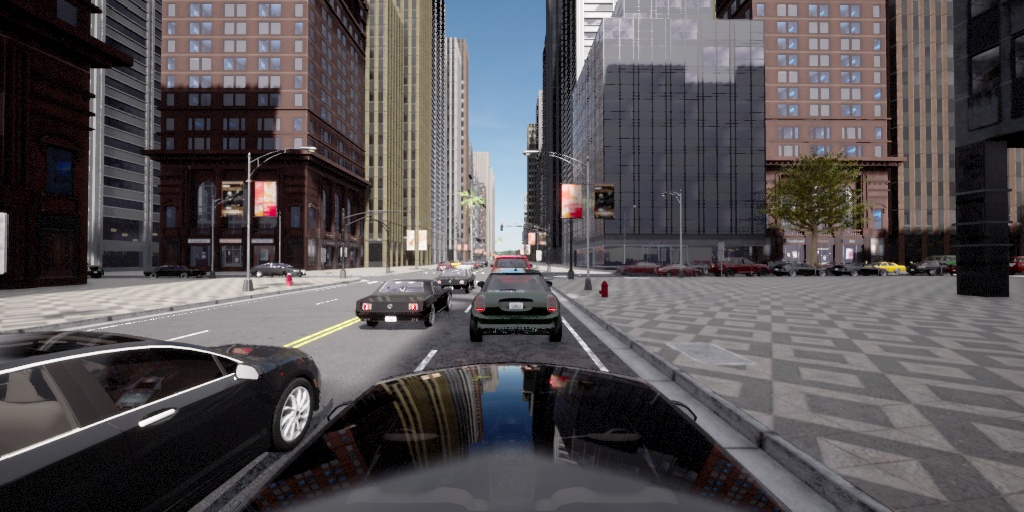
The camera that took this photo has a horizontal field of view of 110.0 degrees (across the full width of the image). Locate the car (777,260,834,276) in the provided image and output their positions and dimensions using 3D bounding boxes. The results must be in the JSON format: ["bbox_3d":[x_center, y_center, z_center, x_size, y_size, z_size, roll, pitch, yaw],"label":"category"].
[{"bbox_3d":[26.530,1.276,33.155,4.313,1.339,1.948,0,0,-1],"label":"car"}]

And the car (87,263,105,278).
[{"bbox_3d":[-43.300,1.242,34.899,5.566,2.045,2.150,0,-1,0],"label":"car"}]

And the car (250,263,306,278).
[{"bbox_3d":[-22.716,1.419,34.914,4.902,1.511,2.128,0,-1,0],"label":"car"}]

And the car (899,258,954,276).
[{"bbox_3d":[42.522,1.229,36.067,4.674,1.442,1.812,0,-1,-1],"label":"car"}]

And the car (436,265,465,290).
[{"bbox_3d":[-3.189,1.388,20.756,1.895,1.301,4.718,0,0,0],"label":"car"}]

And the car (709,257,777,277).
[{"bbox_3d":[20.893,1.042,33.057,5.009,1.841,2.192,0,0,-1],"label":"car"}]

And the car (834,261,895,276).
[{"bbox_3d":[32.166,1.261,33.254,4.313,1.339,1.948,0,0,-1],"label":"car"}]

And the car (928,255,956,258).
[{"bbox_3d":[47.004,0.946,39.198,5.566,2.045,2.150,0,-1,-1],"label":"car"}]

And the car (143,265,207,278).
[{"bbox_3d":[-32.663,1.573,34.903,4.718,1.301,1.895,0,-1,0],"label":"car"}]

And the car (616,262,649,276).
[{"bbox_3d":[13.640,1.345,38.707,4.674,1.442,1.812,0,-1,-1],"label":"car"}]

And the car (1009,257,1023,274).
[{"bbox_3d":[49.081,0.974,33.550,5.009,1.841,2.192,0,0,-1],"label":"car"}]

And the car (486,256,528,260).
[{"bbox_3d":[-0.036,1.003,19.461,2.150,2.045,5.566,0,0,0],"label":"car"}]

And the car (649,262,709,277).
[{"bbox_3d":[15.254,1.328,32.958,4.207,1.307,1.802,0,0,-1],"label":"car"}]

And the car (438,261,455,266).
[{"bbox_3d":[-9.942,1.504,53.158,1.812,1.442,4.674,0,0,-3],"label":"car"}]

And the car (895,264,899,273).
[{"bbox_3d":[43.129,1.297,41.972,4.829,1.417,1.751,0,0,-1],"label":"car"}]

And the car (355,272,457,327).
[{"bbox_3d":[-3.168,1.361,11.587,1.895,1.301,4.718,0,0,0],"label":"car"}]

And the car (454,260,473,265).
[{"bbox_3d":[-6.696,1.571,51.903,1.895,1.301,4.718,0,0,0],"label":"car"}]

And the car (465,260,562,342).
[{"bbox_3d":[0.081,1.109,9.940,2.097,1.767,4.553,0,0,0],"label":"car"}]

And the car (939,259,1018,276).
[{"bbox_3d":[43.442,1.215,33.452,4.507,1.381,1.888,0,0,-1],"label":"car"}]

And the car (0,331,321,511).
[{"bbox_3d":[-3.151,1.255,2.267,1.837,1.490,4.892,0,0,0],"label":"car"}]

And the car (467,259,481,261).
[{"bbox_3d":[-6.694,1.635,61.067,1.895,1.301,4.718,0,0,0],"label":"car"}]
